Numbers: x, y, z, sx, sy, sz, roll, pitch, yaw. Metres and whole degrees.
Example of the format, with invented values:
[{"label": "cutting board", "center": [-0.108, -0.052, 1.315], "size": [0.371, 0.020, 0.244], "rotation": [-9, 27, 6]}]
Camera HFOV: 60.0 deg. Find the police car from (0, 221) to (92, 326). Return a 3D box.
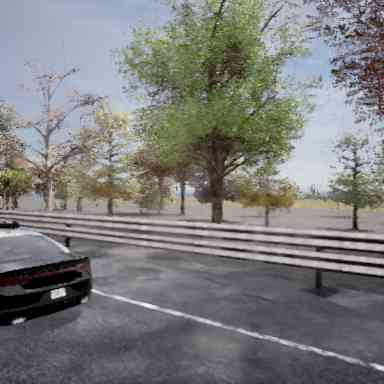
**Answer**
[{"label": "police car", "center": [-4.269, 1.449, 6.937], "size": [5.238, 1.638, 1.930], "rotation": [0, 0, 36]}]
